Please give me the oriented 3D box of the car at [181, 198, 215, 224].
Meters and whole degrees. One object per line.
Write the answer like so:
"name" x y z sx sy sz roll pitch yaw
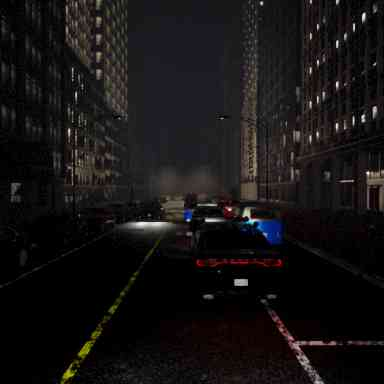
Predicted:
"car" 0.572 1.472 24.558 1.882 1.535 5.008 0 0 6

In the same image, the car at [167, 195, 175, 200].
"car" -5.976 1.540 93.665 1.947 1.339 4.313 -1 0 0

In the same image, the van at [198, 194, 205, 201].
"van" 2.420 1.317 88.006 1.690 1.788 3.998 -1 0 0

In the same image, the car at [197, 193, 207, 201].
"car" 2.436 1.293 82.323 2.192 1.841 5.009 -1 0 0

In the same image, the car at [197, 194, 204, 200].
"car" 2.404 1.414 93.690 1.967 1.590 4.097 -1 0 0

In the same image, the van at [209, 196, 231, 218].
"van" 2.590 1.334 31.170 1.690 1.788 3.998 -1 0 0

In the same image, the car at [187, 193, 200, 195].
"car" -0.175 1.207 59.499 2.150 2.045 5.566 0 0 0

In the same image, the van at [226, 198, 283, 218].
"van" 2.641 1.338 14.119 1.690 1.788 3.998 -1 0 0

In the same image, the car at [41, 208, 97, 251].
"car" -5.737 1.563 14.094 1.947 1.339 4.313 -1 0 0

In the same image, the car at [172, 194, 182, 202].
"car" -3.230 1.331 77.921 2.097 1.767 4.553 0 0 0

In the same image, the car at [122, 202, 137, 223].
"car" -5.772 1.545 25.461 2.008 1.369 4.403 -1 0 0

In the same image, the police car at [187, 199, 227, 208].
"police car" 0.847 1.421 18.570 1.930 1.638 5.238 0 0 0

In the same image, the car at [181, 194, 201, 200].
"car" -0.121 1.467 45.610 1.882 1.535 5.008 0 0 0

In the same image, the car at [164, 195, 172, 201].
"car" -5.941 1.504 82.127 1.752 1.417 4.829 -1 0 0

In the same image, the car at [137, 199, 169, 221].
"car" -3.176 1.558 26.742 1.994 1.385 4.181 0 0 0

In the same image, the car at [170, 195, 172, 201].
"car" -5.909 1.422 70.929 1.967 1.590 4.097 -1 0 0

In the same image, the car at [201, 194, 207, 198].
"car" 2.524 1.538 53.904 2.008 1.369 4.403 -1 0 0

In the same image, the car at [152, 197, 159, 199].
"car" -5.823 1.541 42.512 2.008 1.369 4.403 -1 0 0

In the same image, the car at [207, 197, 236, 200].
"car" 2.607 1.309 25.486 2.192 1.841 5.009 -1 0 0

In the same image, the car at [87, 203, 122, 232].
"car" -5.754 1.540 19.777 1.887 1.381 4.507 -1 0 0

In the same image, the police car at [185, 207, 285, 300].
"police car" 0.877 1.423 8.569 1.930 1.638 5.238 0 0 0

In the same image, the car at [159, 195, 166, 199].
"car" -5.856 1.538 53.879 2.008 1.369 4.403 -1 0 0

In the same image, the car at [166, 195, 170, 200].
"car" -5.890 1.566 65.246 1.802 1.307 4.206 -1 0 0

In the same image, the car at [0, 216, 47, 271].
"car" -5.720 1.549 8.410 2.008 1.369 4.403 -1 0 0

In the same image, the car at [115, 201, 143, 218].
"car" -5.788 1.575 31.145 1.802 1.307 4.206 -1 0 0
